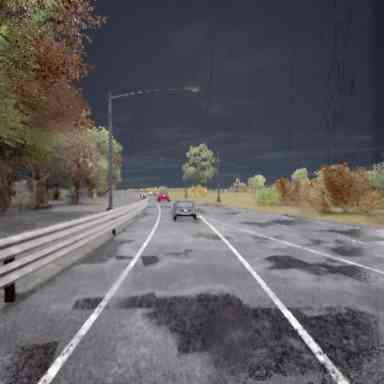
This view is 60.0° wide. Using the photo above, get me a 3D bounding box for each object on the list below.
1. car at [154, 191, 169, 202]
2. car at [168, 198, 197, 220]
[{"bbox_3d":[-5.836,0.878,66.638,2.150,2.045,5.566,0,0,-11],"label":"car"},{"bbox_3d":[-0.708,1.450,27.540,2.033,1.411,5.357,0,0,-6],"label":"car"}]
